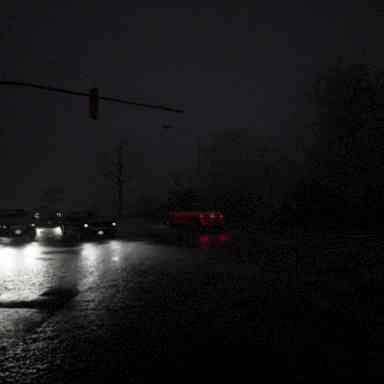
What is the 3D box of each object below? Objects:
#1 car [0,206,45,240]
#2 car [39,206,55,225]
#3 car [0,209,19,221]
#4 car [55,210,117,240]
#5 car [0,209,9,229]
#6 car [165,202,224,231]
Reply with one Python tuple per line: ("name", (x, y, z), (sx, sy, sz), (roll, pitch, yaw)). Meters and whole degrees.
("car", (-9.553, 1.664, 17.550), (2.128, 1.511, 4.902), (1, -2, -36))
("car", (-12.192, 1.886, 27.215), (2.097, 1.767, 4.553), (1, -3, -36))
("car", (-24.775, 3.133, 44.813), (1.837, 1.490, 4.892), (1, -4, -35))
("car", (-5.858, 1.774, 18.421), (1.895, 1.301, 4.718), (1, -2, -36))
("car", (-15.785, 2.084, 26.213), (1.812, 1.442, 4.674), (1, -3, -36))
("car", (0.033, 1.581, 22.376), (2.097, 1.767, 4.553), (1, -2, -36))
